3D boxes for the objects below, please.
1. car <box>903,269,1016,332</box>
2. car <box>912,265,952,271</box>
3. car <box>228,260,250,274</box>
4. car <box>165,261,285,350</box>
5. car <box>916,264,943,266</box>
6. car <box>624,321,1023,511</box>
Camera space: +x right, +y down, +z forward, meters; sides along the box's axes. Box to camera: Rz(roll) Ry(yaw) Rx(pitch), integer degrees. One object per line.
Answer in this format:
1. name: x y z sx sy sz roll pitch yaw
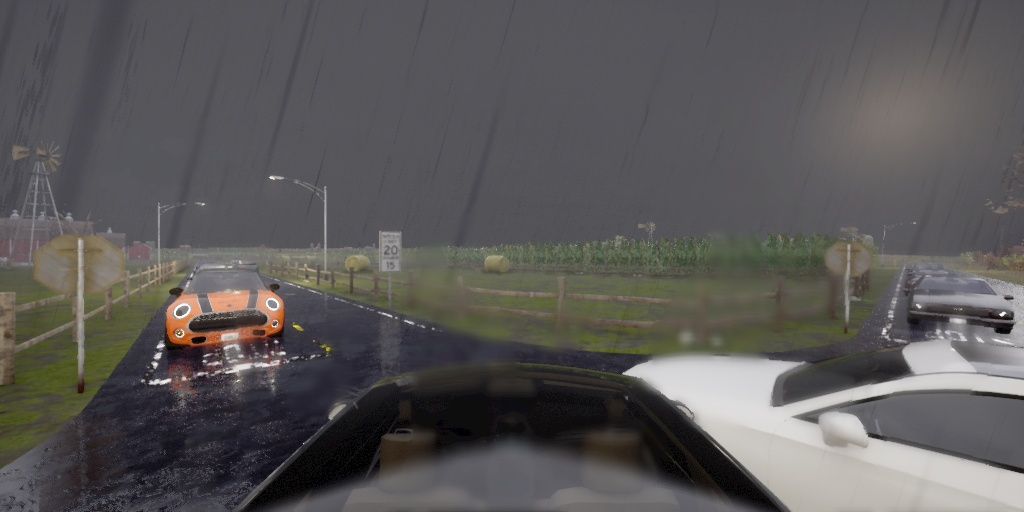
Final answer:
1. car: 13.656 1.333 11.131 5.357 1.411 2.033 0 1 -42
2. car: 21.072 1.360 17.829 4.181 1.385 1.994 0 1 -43
3. car: -33.156 1.260 43.417 1.837 1.490 4.892 0 0 -41
4. car: -7.454 1.135 9.422 2.097 1.767 4.553 0 0 -39
5. car: 28.721 1.303 24.725 4.902 1.511 2.128 0 1 -42
6. car: 2.863 1.293 2.197 1.812 1.442 4.674 0 1 -43
